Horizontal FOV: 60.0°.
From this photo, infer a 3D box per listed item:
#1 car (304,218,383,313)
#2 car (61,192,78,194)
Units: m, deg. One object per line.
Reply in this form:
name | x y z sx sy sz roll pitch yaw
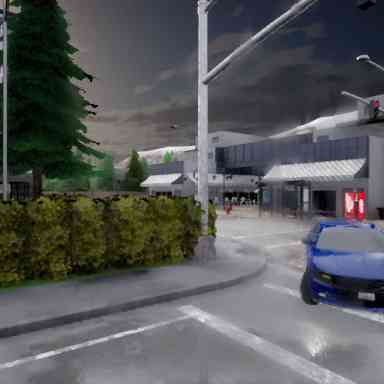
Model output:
car | 3.754 1.461 7.961 1.882 1.535 5.008 1 1 19
car | -15.674 1.048 42.746 2.150 2.045 5.566 0 0 -35
